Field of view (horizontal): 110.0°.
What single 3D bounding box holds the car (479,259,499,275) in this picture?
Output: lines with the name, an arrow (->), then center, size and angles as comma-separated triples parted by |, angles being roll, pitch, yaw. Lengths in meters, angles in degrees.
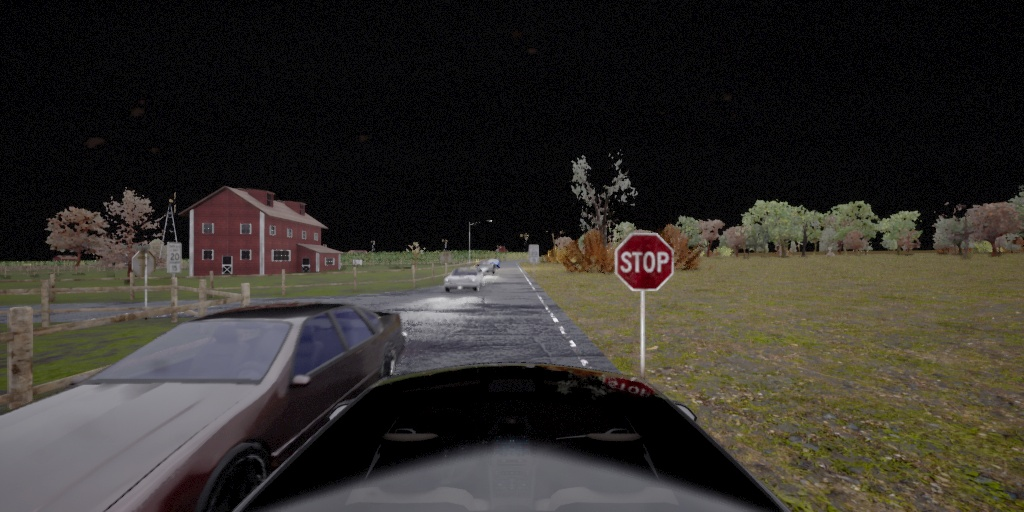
car -> -2.828, 1.256, 39.599 | 2.128, 1.511, 4.902 | 0, 0, 0

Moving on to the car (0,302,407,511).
car -> -2.753, 1.298, 4.097 | 2.033, 1.411, 5.357 | 0, 0, 0

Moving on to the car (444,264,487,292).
car -> -2.796, 1.369, 21.489 | 1.895, 1.301, 4.718 | -1, 1, 0
